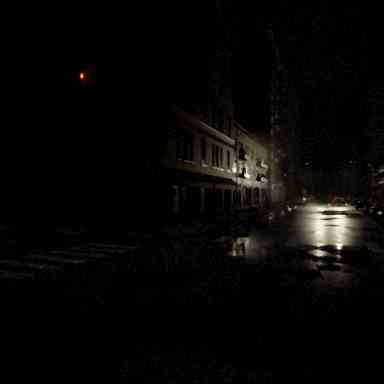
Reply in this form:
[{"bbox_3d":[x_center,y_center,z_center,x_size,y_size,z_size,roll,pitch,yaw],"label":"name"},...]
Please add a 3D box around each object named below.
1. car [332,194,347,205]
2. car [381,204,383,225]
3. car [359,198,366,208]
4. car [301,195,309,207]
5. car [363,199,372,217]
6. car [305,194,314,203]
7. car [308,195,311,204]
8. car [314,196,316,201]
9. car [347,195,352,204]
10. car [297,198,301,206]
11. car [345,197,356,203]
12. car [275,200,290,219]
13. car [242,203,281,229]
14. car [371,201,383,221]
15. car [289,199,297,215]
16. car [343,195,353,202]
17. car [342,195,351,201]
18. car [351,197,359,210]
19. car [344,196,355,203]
[{"bbox_3d":[26.858,1.618,60.850,1.812,1.442,4.674,0,0,23],"label":"car"},{"bbox_3d":[12.427,1.595,19.033,1.947,1.339,4.313,1,0,22],"label":"car"},{"bbox_3d":[18.740,1.598,34.378,1.887,1.381,4.507,1,0,22],"label":"car"},{"bbox_3d":[17.100,1.611,52.797,1.752,1.417,4.829,1,0,22],"label":"car"},{"bbox_3d":[16.635,1.596,29.263,2.008,1.369,4.403,1,0,22],"label":"car"},{"bbox_3d":[23.475,1.672,68.294,1.947,1.339,4.313,1,0,22],"label":"car"},{"bbox_3d":[19.267,1.658,58.068,1.947,1.339,4.313,1,0,22],"label":"car"},{"bbox_3d":[25.581,1.427,73.407,2.192,1.841,5.009,1,0,22],"label":"car"},{"bbox_3d":[27.157,1.633,54.837,2.008,1.369,4.403,1,0,22],"label":"car"},{"bbox_3d":[10.853,1.608,37.614,1.887,1.381,4.507,1,0,22],"label":"car"},{"bbox_3d":[33.470,1.684,70.181,1.802,1.307,4.206,1,0,22],"label":"car"},{"bbox_3d":[6.644,1.614,27.387,1.947,1.339,4.313,1,0,22],"label":"car"},{"bbox_3d":[4.541,1.622,22.274,1.802,1.307,4.206,1,0,22],"label":"car"},{"bbox_3d":[14.531,1.582,24.148,1.887,1.381,4.507,1,0,22],"label":"car"},{"bbox_3d":[8.748,1.607,32.500,2.008,1.369,4.403,1,0,22],"label":"car"},{"bbox_3d":[37.680,1.556,80.410,1.967,1.590,4.097,1,0,22],"label":"car"},{"bbox_3d":[39.784,1.563,85.524,1.967,1.590,4.097,1,0,22],"label":"car"},{"bbox_3d":[22.948,1.634,44.607,1.947,1.339,4.313,1,0,22],"label":"car"},{"bbox_3d":[35.574,1.675,75.296,1.947,1.339,4.313,1,0,22],"label":"car"}]
